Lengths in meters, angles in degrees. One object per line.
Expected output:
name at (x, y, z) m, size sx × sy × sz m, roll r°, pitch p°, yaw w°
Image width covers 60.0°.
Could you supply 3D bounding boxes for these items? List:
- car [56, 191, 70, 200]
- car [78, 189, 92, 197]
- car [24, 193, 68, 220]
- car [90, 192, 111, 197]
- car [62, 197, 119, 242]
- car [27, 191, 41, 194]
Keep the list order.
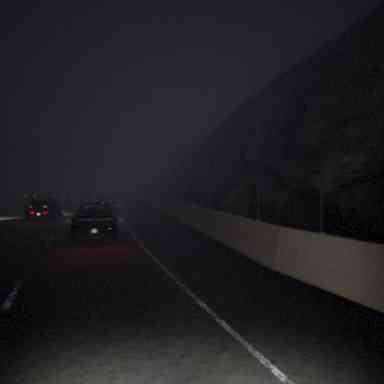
car at (-19.932, 0.523, 50.985) m, size 1.812 × 1.442 × 4.674 m, roll 1°, pitch 1°, yaw -13°
car at (-16.547, 0.384, 51.893) m, size 2.097 × 1.767 × 4.553 m, roll 1°, pitch 1°, yaw -13°
car at (-9.977, 1.042, 22.710) m, size 1.837 × 1.490 × 4.892 m, roll 0°, pitch 1°, yaw -14°
car at (-9.101, 0.947, 34.478) m, size 1.994 × 1.385 × 4.181 m, roll 1°, pitch 1°, yaw -12°
car at (-4.324, 1.219, 14.910) m, size 2.128 × 1.511 × 4.902 m, roll 1°, pitch 1°, yaw -15°
car at (-23.027, 0.533, 48.808) m, size 2.033 × 1.411 × 5.357 m, roll 1°, pitch 1°, yaw -13°
